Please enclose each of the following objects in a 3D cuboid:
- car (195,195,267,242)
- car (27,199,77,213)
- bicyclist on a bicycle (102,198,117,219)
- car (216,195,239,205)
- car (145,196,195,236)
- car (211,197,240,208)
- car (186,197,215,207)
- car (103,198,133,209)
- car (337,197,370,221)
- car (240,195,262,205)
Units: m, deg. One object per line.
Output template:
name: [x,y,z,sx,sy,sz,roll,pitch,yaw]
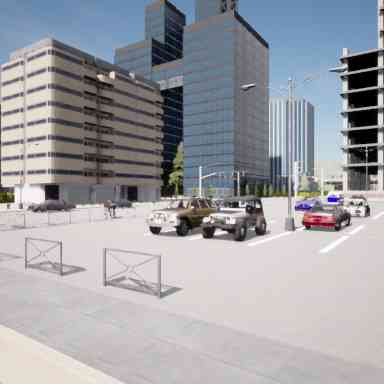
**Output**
car: [2.094,1.156,15.617,1.905,1.878,3.866,0,0,34]
car: [-15.954,1.547,38.177,2.033,1.411,5.357,0,0,34]
bicyclist on a bicycle: [-6.520,1.302,26.229,1.656,1.620,0.582,0,0,34]
car: [6.360,1.352,58.781,2.097,1.767,4.553,0,0,34]
car: [-0.276,1.153,17.279,1.932,1.855,4.605,0,0,34]
car: [5.135,1.547,50.475,2.033,1.411,5.357,0,0,33]
car: [1.322,1.492,51.149,2.128,1.511,4.902,0,0,34]
car: [-10.329,1.564,46.550,1.994,1.385,4.181,0,0,35]
car: [14.097,1.395,28.592,1.970,1.475,3.806,0,0,34]
car: [10.395,1.352,58.354,2.097,1.767,4.553,0,0,34]
